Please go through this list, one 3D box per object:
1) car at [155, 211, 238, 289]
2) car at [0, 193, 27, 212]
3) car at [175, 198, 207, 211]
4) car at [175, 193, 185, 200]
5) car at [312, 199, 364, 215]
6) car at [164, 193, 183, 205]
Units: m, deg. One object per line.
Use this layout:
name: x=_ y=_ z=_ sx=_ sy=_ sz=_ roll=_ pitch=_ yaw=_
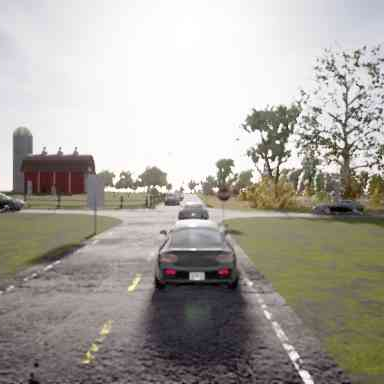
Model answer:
car: x=0.099 y=1.453 z=8.789 sx=1.812 sy=1.442 sz=4.674 roll=0 pitch=1 yaw=0
car: x=-17.667 y=0.854 z=30.415 sx=4.553 sy=1.767 sz=2.097 roll=1 pitch=0 yaw=0
car: x=0.097 y=1.380 z=23.078 sx=1.994 sy=1.385 sz=4.181 roll=0 pitch=1 yaw=0
car: x=-2.758 y=0.971 z=77.748 sx=2.033 sy=1.411 sz=5.357 roll=0 pitch=0 yaw=0
car: x=14.731 y=1.488 z=33.591 sx=4.902 sy=1.511 sz=2.128 roll=1 pitch=0 yaw=0
car: x=-2.846 y=0.984 z=47.871 sx=2.097 sy=1.767 sz=4.553 roll=0 pitch=0 yaw=0
